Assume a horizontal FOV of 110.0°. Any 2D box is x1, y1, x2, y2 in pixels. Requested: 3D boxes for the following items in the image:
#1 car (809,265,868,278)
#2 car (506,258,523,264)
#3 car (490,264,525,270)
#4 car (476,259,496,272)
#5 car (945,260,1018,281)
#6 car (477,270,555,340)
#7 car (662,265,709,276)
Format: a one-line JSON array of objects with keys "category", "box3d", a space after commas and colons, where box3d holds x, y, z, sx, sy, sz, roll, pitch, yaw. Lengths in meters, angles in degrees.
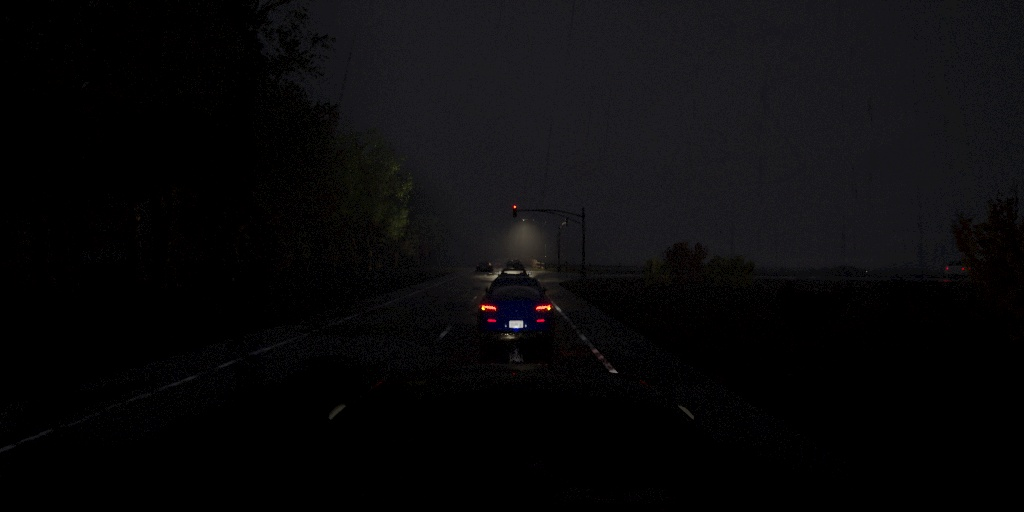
[{"category": "car", "box3d": [37.196, 1.750, 40.817, 5.357, 1.411, 2.033, 1, -1, 0]}, {"category": "car", "box3d": [0.396, 1.246, 51.777, 1.837, 1.490, 4.892, -2, 0, -12]}, {"category": "car", "box3d": [0.091, 1.313, 18.628, 1.994, 1.385, 4.181, 0, 0, 0]}, {"category": "car", "box3d": [-3.419, 1.309, 45.476, 1.994, 1.385, 4.181, 0, 0, 0]}, {"category": "car", "box3d": [48.534, 1.489, 37.180, 5.566, 2.045, 2.150, 1, -1, 0]}, {"category": "car", "box3d": [0.097, 1.275, 9.873, 1.812, 1.442, 4.674, 0, 0, 0]}, {"category": "car", "box3d": [19.966, 1.562, 40.893, 5.357, 1.411, 2.033, 1, -1, 0]}]
